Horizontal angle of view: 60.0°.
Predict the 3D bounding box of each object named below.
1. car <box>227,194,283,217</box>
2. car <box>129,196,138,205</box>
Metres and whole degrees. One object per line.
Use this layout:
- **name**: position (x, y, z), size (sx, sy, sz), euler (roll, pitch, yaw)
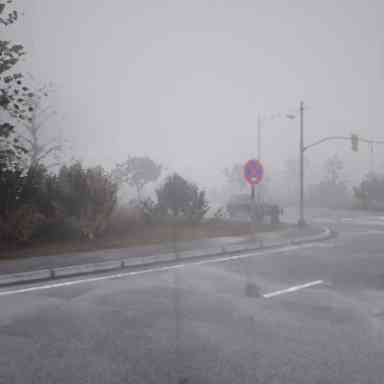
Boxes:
- **car**: position (5.375, 1.190, 29.221), size (2.150, 2.045, 5.566), euler (0, 0, -32)
- **car**: position (-8.022, 1.368, 50.619), size (1.994, 1.385, 4.181), euler (0, 1, -32)
